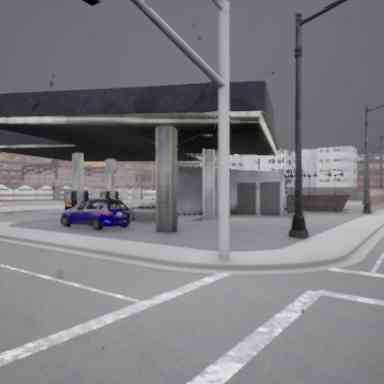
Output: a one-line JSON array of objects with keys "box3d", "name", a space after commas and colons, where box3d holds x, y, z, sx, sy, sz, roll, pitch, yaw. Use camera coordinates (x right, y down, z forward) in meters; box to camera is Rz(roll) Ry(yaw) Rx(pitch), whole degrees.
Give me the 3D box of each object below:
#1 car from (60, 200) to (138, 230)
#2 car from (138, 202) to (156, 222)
[{"box3d": [-5.852, 1.299, 19.966, 4.611, 1.667, 2.242, 0, 0, 36], "name": "car"}, {"box3d": [-3.137, 1.460, 25.087, 3.806, 1.475, 1.970, 0, 0, 36], "name": "car"}]
